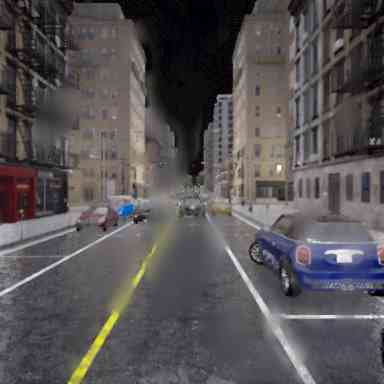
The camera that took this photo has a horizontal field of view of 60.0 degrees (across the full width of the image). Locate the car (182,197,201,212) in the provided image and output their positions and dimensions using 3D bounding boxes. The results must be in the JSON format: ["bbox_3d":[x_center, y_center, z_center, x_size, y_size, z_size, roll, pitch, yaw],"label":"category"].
[{"bbox_3d":[-0.003,1.346,37.043,1.994,1.385,4.181,0,0,0],"label":"car"}]

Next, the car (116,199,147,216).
[{"bbox_3d":[-5.407,1.372,30.295,2.008,1.369,4.403,0,0,0],"label":"car"}]

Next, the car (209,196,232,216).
[{"bbox_3d":[2.627,1.345,30.471,1.752,1.417,4.829,0,0,0],"label":"car"}]

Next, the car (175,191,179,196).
[{"bbox_3d":[-5.441,1.011,90.983,2.008,1.369,4.403,0,0,0],"label":"car"}]

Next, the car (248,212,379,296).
[{"bbox_3d":[2.983,1.300,8.640,2.097,1.767,4.553,0,0,0],"label":"car"}]

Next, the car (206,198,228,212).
[{"bbox_3d":[2.619,1.340,35.707,2.008,1.369,4.403,0,0,0],"label":"car"}]

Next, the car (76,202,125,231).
[{"bbox_3d":[-5.404,1.466,19.483,1.802,1.307,4.206,0,0,0],"label":"car"}]

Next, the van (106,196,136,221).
[{"bbox_3d":[-5.406,1.194,24.888,1.690,1.788,3.998,0,0,0],"label":"van"}]

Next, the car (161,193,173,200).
[{"bbox_3d":[-5.428,1.124,68.088,1.752,1.417,4.829,0,0,0],"label":"car"}]

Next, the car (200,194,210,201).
[{"bbox_3d":[2.597,1.180,68.264,1.802,1.307,4.206,0,0,0],"label":"car"}]

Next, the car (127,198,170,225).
[{"bbox_3d":[-2.859,1.409,23.364,2.033,1.411,5.357,0,0,0],"label":"car"}]

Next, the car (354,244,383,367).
[{"bbox_3d":[3.014,1.467,1.671,1.882,1.535,5.008,0,0,0],"label":"car"}]

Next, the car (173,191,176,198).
[{"bbox_3d":[-5.435,1.095,79.620,1.947,1.339,4.313,0,0,0],"label":"car"}]

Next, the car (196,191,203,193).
[{"bbox_3d":[2.587,0.935,85.309,1.967,1.590,4.097,0,0,0],"label":"car"}]

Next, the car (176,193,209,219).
[{"bbox_3d":[0.062,1.190,27.380,2.097,1.767,4.553,0,0,0],"label":"car"}]
